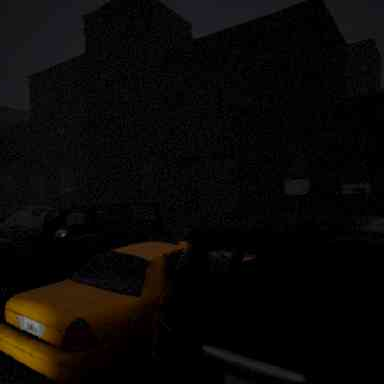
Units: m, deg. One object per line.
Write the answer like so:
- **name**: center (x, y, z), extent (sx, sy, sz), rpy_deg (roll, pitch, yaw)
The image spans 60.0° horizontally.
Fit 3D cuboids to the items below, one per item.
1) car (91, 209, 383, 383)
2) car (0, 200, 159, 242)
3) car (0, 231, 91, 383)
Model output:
- **car**: center (1.865, 1.230, 4.062), extent (2.435, 2.045, 5.566), rpy_deg (0, 0, 35)
- **car**: center (-2.796, 1.241, 7.318), extent (2.435, 2.045, 5.566), rpy_deg (0, 0, 36)
- **car**: center (-0.307, 1.483, 5.804), extent (1.946, 1.575, 5.366), rpy_deg (0, 0, 36)
